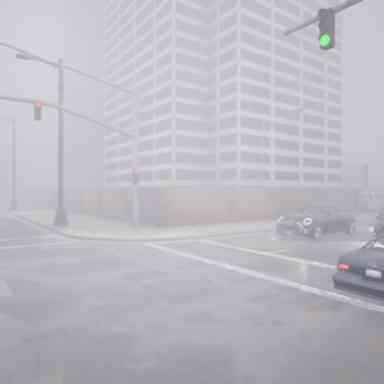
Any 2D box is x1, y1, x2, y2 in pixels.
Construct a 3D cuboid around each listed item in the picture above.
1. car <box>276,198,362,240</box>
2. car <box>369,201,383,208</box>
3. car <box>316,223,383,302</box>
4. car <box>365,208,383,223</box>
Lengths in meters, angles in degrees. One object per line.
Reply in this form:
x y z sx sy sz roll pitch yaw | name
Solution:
6.440 1.364 17.183 4.553 1.767 2.097 0 0 -36 | car
14.548 1.525 22.941 4.892 1.490 1.837 0 0 -35 | car
5.392 1.554 7.594 5.357 1.411 2.033 0 0 -36 | car
10.321 1.578 15.649 4.181 1.385 1.994 0 0 -35 | car
